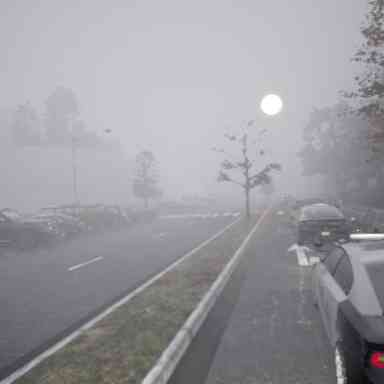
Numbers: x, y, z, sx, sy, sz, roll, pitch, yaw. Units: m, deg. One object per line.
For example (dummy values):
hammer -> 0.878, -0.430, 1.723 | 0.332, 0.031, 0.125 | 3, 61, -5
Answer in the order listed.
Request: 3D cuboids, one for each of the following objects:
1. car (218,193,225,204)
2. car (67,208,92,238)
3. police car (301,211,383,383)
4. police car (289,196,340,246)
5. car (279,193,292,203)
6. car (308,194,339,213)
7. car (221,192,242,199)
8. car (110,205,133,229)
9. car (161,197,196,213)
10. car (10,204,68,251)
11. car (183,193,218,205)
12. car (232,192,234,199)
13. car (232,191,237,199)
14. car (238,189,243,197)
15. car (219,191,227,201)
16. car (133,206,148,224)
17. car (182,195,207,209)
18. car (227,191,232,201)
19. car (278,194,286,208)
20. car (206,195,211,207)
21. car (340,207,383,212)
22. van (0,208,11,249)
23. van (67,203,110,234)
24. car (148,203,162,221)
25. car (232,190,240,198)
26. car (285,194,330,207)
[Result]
car -> 2.519, 1.571, 59.460 | 5.366, 1.575, 1.946 | -4, 0, -5
car -> -8.625, 2.036, 18.924 | 4.892, 1.521, 2.231 | -4, 0, -5
police car -> 2.753, 1.314, 4.563 | 1.930, 1.638, 5.238 | -3, 0, 15
police car -> 5.361, 1.225, 14.218 | 1.930, 1.638, 5.238 | -3, 0, 15
car -> 15.310, 0.978, 54.484 | 1.994, 1.385, 4.181 | -3, 0, 15
car -> 12.259, 1.008, 31.320 | 2.128, 1.511, 4.902 | -3, 0, 15
car -> 10.759, 0.839, 91.294 | 5.366, 1.575, 1.946 | -4, 1, -5
car -> -7.049, 1.852, 24.685 | 4.553, 1.767, 2.185 | -4, 0, -5
car -> -2.340, 1.836, 42.056 | 4.792, 1.488, 2.163 | -4, -1, -5
car -> -9.399, 1.811, 16.056 | 5.566, 2.045, 2.435 | -4, -1, -5
car -> 0.782, 1.427, 53.655 | 5.566, 2.045, 2.435 | -4, -1, -5
car -> 6.252, 1.314, 73.936 | 4.674, 1.452, 2.002 | -4, 0, -5
car -> 7.041, 1.200, 76.829 | 5.008, 1.535, 2.097 | -4, 1, -5
car -> 9.390, 0.720, 85.529 | 5.566, 2.045, 2.435 | -4, 0, -5
car -> 3.076, 1.284, 62.337 | 5.566, 2.045, 2.435 | -4, 0, -5
car -> -6.286, 1.990, 27.560 | 4.674, 1.452, 2.002 | -4, 0, -5
car -> -0.984, 1.757, 47.825 | 5.366, 1.575, 1.946 | -4, 0, -5
car -> 5.430, 1.222, 71.037 | 4.553, 1.767, 2.185 | -4, 0, -5
car -> 11.752, 1.132, 41.252 | 2.033, 1.411, 5.357 | -3, 0, 15
car -> -0.018, 1.754, 50.747 | 4.674, 1.452, 2.002 | -4, -1, -5
car -> 7.042, 1.251, 11.991 | 2.033, 1.411, 5.357 | -3, 0, 15
van -> -10.088, 1.859, 13.183 | 4.442, 1.987, 1.878 | -4, -1, -5
van -> -7.981, 1.789, 21.793 | 4.442, 1.987, 1.878 | -4, 0, -5
car -> -5.478, 1.950, 30.468 | 4.792, 1.488, 2.163 | -4, -1, -5
car -> 8.628, 1.074, 82.632 | 4.792, 1.488, 2.163 | -4, 0, -5
car -> 6.885, 1.096, 19.876 | 2.097, 1.767, 4.553 | -3, 0, 15
